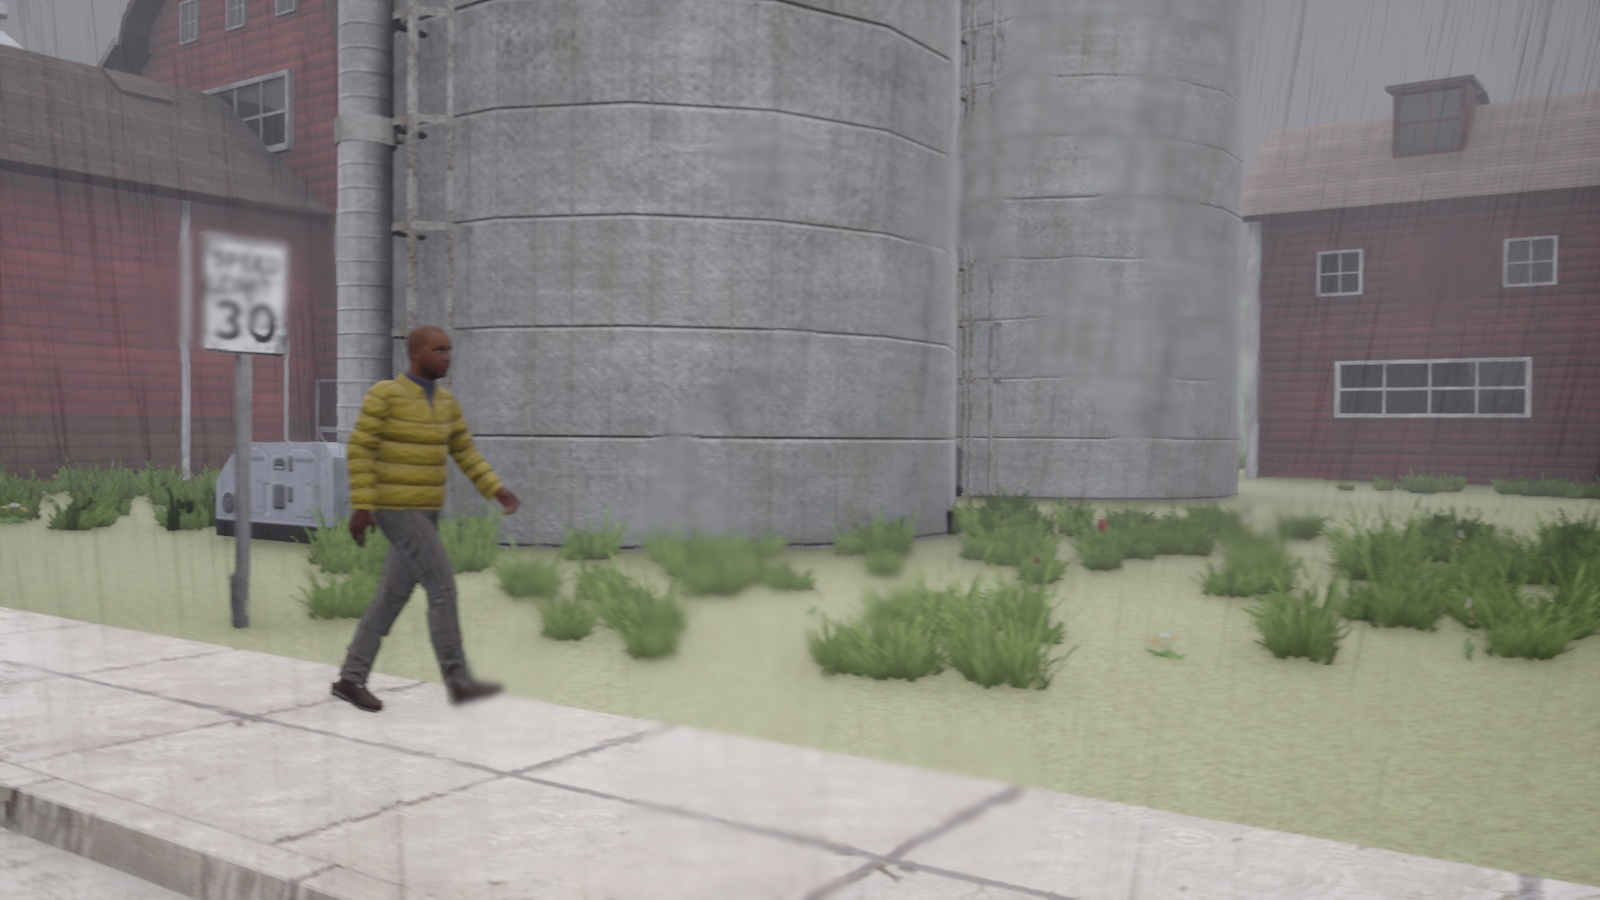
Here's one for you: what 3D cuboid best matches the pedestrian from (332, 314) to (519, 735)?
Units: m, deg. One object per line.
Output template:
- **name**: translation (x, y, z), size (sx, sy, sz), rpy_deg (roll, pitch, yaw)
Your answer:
- **pedestrian**: translation (-1.715, 0.323, 5.764), size (0.726, 1.835, 0.370), rpy_deg (0, 1, 20)
